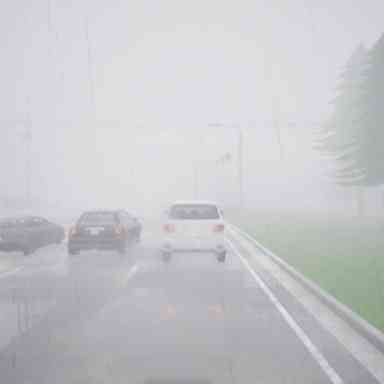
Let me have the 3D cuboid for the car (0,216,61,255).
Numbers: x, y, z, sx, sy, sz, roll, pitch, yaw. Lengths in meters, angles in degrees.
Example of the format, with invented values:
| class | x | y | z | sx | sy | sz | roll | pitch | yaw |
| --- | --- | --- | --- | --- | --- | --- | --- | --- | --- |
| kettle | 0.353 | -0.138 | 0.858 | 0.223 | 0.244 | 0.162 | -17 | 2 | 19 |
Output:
| class | x | y | z | sx | sy | sz | roll | pitch | yaw |
| --- | --- | --- | --- | --- | --- | --- | --- | --- | --- |
| car | -6.928 | 1.670 | 13.888 | 1.994 | 1.385 | 4.181 | 0 | 0 | 0 |

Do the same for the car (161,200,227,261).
| class | x | y | z | sx | sy | sz | roll | pitch | yaw |
| --- | --- | --- | --- | --- | --- | --- | --- | --- | --- |
| car | 0.067 | 1.318 | 12.832 | 2.150 | 2.045 | 5.566 | 0 | -1 | 0 |

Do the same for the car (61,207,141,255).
| class | x | y | z | sx | sy | sz | roll | pitch | yaw |
| --- | --- | --- | --- | --- | --- | --- | --- | --- | --- |
| car | -3.429 | 1.458 | 13.879 | 2.097 | 1.767 | 4.553 | 0 | 0 | 0 |
